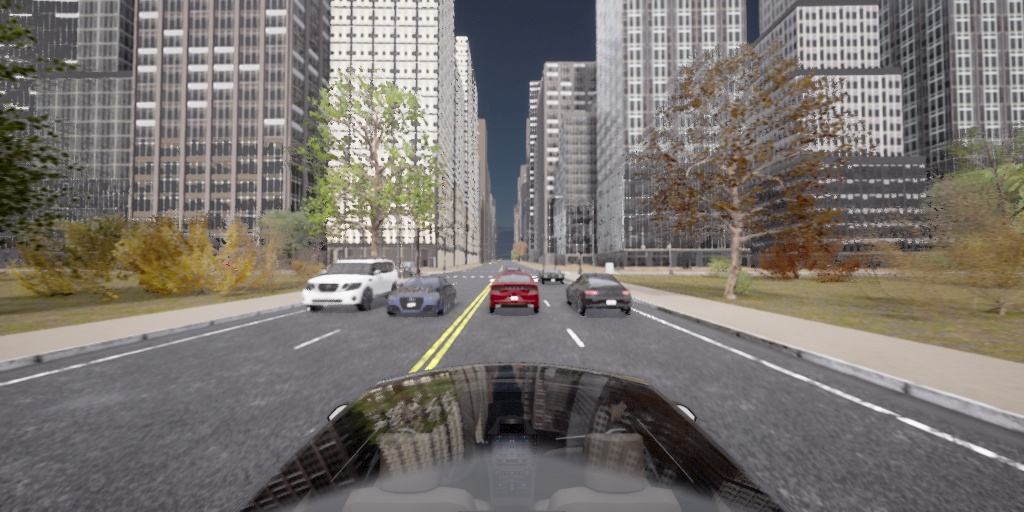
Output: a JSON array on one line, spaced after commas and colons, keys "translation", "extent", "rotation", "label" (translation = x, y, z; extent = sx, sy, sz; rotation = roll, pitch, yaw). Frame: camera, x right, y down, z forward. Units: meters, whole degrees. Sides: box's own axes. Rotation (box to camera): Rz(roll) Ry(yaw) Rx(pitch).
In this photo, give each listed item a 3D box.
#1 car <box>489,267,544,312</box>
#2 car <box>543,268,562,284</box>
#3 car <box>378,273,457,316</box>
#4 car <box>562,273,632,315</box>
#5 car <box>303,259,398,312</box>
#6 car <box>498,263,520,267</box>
[{"translation": [0.082, 1.389, 15.088], "extent": [1.882, 1.535, 5.008], "rotation": [0, -1, 0], "label": "car"}, {"translation": [3.317, 1.698, 31.142], "extent": [1.895, 1.301, 4.718], "rotation": [0, -1, 0], "label": "car"}, {"translation": [-3.361, 1.462, 13.998], "extent": [1.994, 1.385, 4.181], "rotation": [0, -1, 0], "label": "car"}, {"translation": [3.331, 1.428, 14.321], "extent": [1.812, 1.442, 4.674], "rotation": [0, -1, 0], "label": "car"}, {"translation": [-6.613, 1.138, 15.545], "extent": [2.150, 2.045, 5.566], "rotation": [0, -1, 0], "label": "car"}, {"translation": [0.067, 1.594, 31.675], "extent": [2.128, 1.511, 4.902], "rotation": [0, -1, 0], "label": "car"}]
